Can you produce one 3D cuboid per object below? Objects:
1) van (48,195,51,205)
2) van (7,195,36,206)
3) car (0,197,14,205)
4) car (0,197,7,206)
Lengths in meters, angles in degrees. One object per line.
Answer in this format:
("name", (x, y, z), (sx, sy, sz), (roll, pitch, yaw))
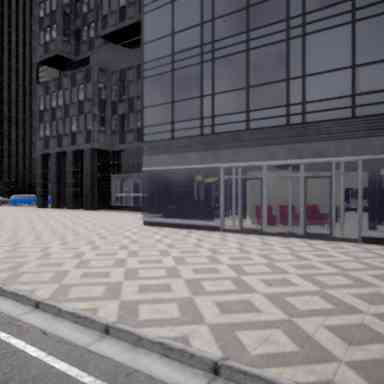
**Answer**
("van", (-23.880, 1.365, 58.502), (1.690, 1.788, 3.998), (0, 0, 35))
("van", (-27.176, 1.367, 53.880), (1.690, 1.788, 3.998), (0, 0, 35))
("car", (-34.119, 1.590, 58.828), (1.802, 1.307, 4.206), (0, 0, 35))
("car", (-30.472, 1.612, 49.257), (1.802, 1.307, 4.206), (0, 0, 35))
